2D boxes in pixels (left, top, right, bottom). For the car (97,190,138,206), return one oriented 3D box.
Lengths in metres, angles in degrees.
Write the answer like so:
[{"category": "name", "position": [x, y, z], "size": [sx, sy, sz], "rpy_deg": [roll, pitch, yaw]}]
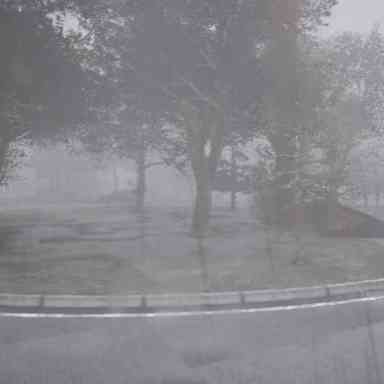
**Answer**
[{"category": "car", "position": [-9.885, 0.736, 44.655], "size": [5.566, 2.045, 2.150], "rpy_deg": [0, 0, -19]}]
